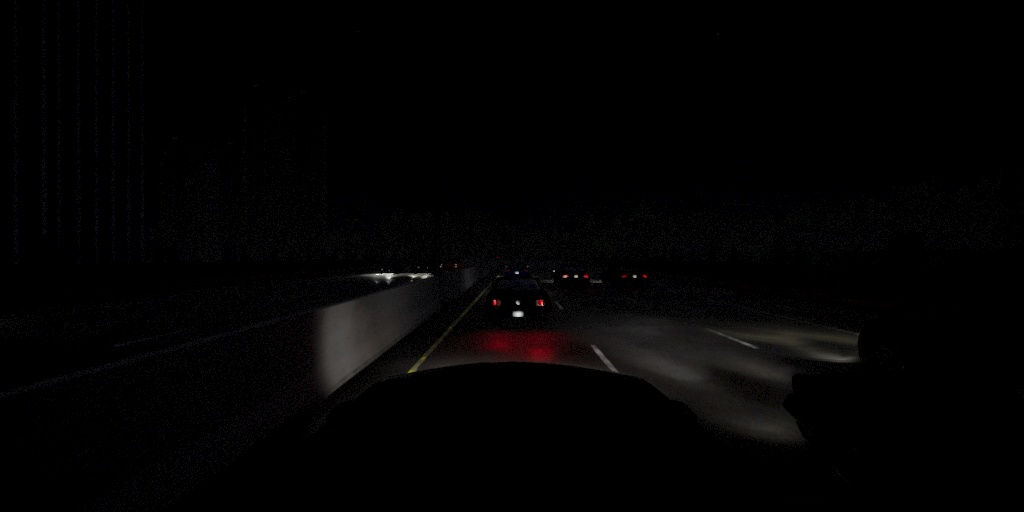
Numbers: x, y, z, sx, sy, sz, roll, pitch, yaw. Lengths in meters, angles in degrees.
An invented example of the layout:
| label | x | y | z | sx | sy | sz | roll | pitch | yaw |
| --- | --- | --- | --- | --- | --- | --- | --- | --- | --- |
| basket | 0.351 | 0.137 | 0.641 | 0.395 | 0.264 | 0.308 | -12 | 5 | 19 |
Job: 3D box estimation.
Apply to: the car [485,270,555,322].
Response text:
| label | x | y | z | sx | sy | sz | roll | pitch | yaw |
| --- | --- | --- | --- | --- | --- | --- | --- | --- | --- |
| car | 0.199 | 1.330 | 12.226 | 1.895 | 1.301 | 4.718 | 0 | 0 | 1 |

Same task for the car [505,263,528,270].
| label | x | y | z | sx | sy | sz | roll | pitch | yaw |
| --- | --- | --- | --- | --- | --- | --- | --- | --- | --- |
| car | 0.402 | 1.260 | 29.477 | 1.994 | 1.385 | 4.181 | 0 | 0 | 1 |

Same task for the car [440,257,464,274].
| label | x | y | z | sx | sy | sz | roll | pitch | yaw |
| --- | --- | --- | --- | --- | --- | --- | --- | --- | --- |
| car | -6.664 | 1.023 | 39.623 | 2.097 | 1.767 | 4.553 | 0 | 0 | 1 |

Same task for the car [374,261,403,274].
| label | x | y | z | sx | sy | sz | roll | pitch | yaw |
| --- | --- | --- | --- | --- | --- | --- | --- | --- | --- |
| car | -13.661 | 1.229 | 39.837 | 1.994 | 1.385 | 4.181 | 0 | 0 | 1 |

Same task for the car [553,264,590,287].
| label | x | y | z | sx | sy | sz | roll | pitch | yaw |
| --- | --- | --- | --- | --- | --- | --- | --- | --- | --- |
| car | 3.834 | 1.257 | 23.789 | 2.033 | 1.411 | 5.357 | 0 | 0 | 1 |

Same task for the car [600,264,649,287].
| label | x | y | z | sx | sy | sz | roll | pitch | yaw |
| --- | --- | --- | --- | --- | --- | --- | --- | --- | --- |
| car | 7.335 | 1.260 | 23.843 | 2.033 | 1.411 | 5.357 | 0 | 0 | 1 |

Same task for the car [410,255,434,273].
| label | x | y | z | sx | sy | sz | roll | pitch | yaw |
| --- | --- | --- | --- | --- | --- | --- | --- | --- | --- |
| car | -10.136 | 0.886 | 41.763 | 2.150 | 2.045 | 5.566 | 0 | 0 | 1 |

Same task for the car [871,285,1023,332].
| label | x | y | z | sx | sy | sz | roll | pitch | yaw |
| --- | --- | --- | --- | --- | --- | --- | --- | --- | --- |
| car | 7.136 | 1.102 | 4.400 | 2.097 | 1.767 | 4.553 | 0 | 0 | 0 |

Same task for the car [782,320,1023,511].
| label | x | y | z | sx | sy | sz | roll | pitch | yaw |
| --- | --- | --- | --- | --- | --- | --- | --- | --- | --- |
| car | 3.615 | 1.354 | 1.397 | 1.895 | 1.301 | 4.718 | 0 | 0 | 0 |
